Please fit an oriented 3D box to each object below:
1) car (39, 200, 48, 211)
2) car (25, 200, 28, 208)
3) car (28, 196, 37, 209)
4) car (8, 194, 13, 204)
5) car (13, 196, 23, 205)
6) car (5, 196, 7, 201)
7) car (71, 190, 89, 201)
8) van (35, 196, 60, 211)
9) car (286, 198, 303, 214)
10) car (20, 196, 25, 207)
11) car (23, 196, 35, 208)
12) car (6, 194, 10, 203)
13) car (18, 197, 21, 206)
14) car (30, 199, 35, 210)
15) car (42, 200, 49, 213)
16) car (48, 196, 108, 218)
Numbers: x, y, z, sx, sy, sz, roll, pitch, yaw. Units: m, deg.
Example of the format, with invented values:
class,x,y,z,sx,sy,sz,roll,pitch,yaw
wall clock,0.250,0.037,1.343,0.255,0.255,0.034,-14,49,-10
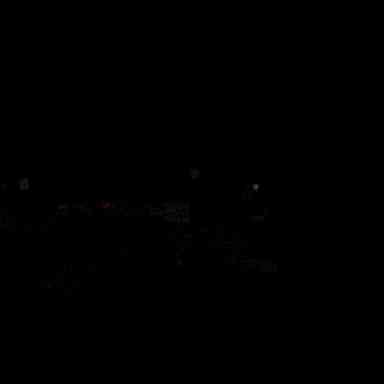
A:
class,x,y,z,sx,sy,sz,roll,pitch,yaw
car,-18.211,2.073,46.410,2.002,1.452,4.674,-3,4,36
car,-24.953,2.058,56.354,2.002,1.452,4.674,-3,4,36
car,-23.305,1.900,53.837,2.185,1.767,4.553,-3,4,36
car,-36.745,1.761,73.780,2.435,2.045,5.566,-3,4,36
car,-31.688,1.757,66.315,2.435,2.045,5.566,-3,4,36
car,-43.431,2.054,83.740,2.163,1.488,4.792,-3,4,36
car,-24.173,0.793,71.700,2.150,2.045,5.566,-6,3,-34
van,-19.979,1.815,48.784,1.878,1.987,4.442,-2,4,36
car,7.815,1.176,23.792,2.097,1.767,4.553,-5,2,-24
car,-28.305,1.884,61.342,2.185,1.767,4.553,-2,4,36
car,-26.624,1.886,58.856,2.185,1.767,4.553,-2,4,36
car,-41.799,1.901,81.198,2.185,1.767,4.553,-3,4,36
car,-29.987,2.038,63.844,2.163,1.488,4.792,-3,4,36
car,-21.576,2.024,51.381,2.097,1.535,5.008,-2,4,36
car,-16.410,2.016,44.078,1.946,1.575,5.366,-3,4,36
car,-13.157,1.795,38.921,2.435,2.045,5.566,-2,4,36
